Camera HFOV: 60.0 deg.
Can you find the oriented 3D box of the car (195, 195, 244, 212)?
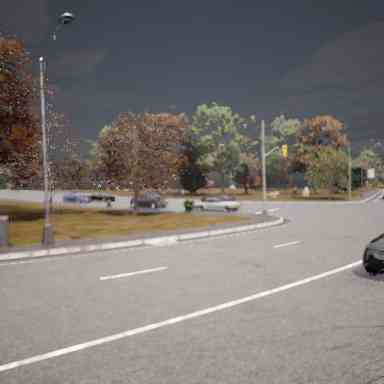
[{"bbox_3d":[2.510,1.252,32.951,4.718,1.301,1.895,0,2,35],"label":"car"}]

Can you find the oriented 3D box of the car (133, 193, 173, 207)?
[{"bbox_3d":[-5.048,0.929,42.523,4.902,1.511,2.128,1,3,35],"label":"car"}]

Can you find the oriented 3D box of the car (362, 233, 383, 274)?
[{"bbox_3d":[6.504,1.514,9.321,4.181,1.385,1.994,-1,0,-41],"label":"car"}]

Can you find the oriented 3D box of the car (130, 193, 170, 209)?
[{"bbox_3d":[-4.973,1.100,38.200,4.892,1.490,1.837,1,3,35],"label":"car"}]

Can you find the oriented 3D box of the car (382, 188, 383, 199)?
[{"bbox_3d":[27.430,-0.085,45.516,2.150,2.045,5.566,-1,1,33],"label":"car"}]

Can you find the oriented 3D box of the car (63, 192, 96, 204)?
[{"bbox_3d":[-15.880,0.792,45.857,4.674,1.442,1.812,3,3,35],"label":"car"}]

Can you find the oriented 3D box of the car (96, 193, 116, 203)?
[{"bbox_3d":[-13.101,0.781,48.186,4.718,1.301,1.895,2,3,35],"label":"car"}]
